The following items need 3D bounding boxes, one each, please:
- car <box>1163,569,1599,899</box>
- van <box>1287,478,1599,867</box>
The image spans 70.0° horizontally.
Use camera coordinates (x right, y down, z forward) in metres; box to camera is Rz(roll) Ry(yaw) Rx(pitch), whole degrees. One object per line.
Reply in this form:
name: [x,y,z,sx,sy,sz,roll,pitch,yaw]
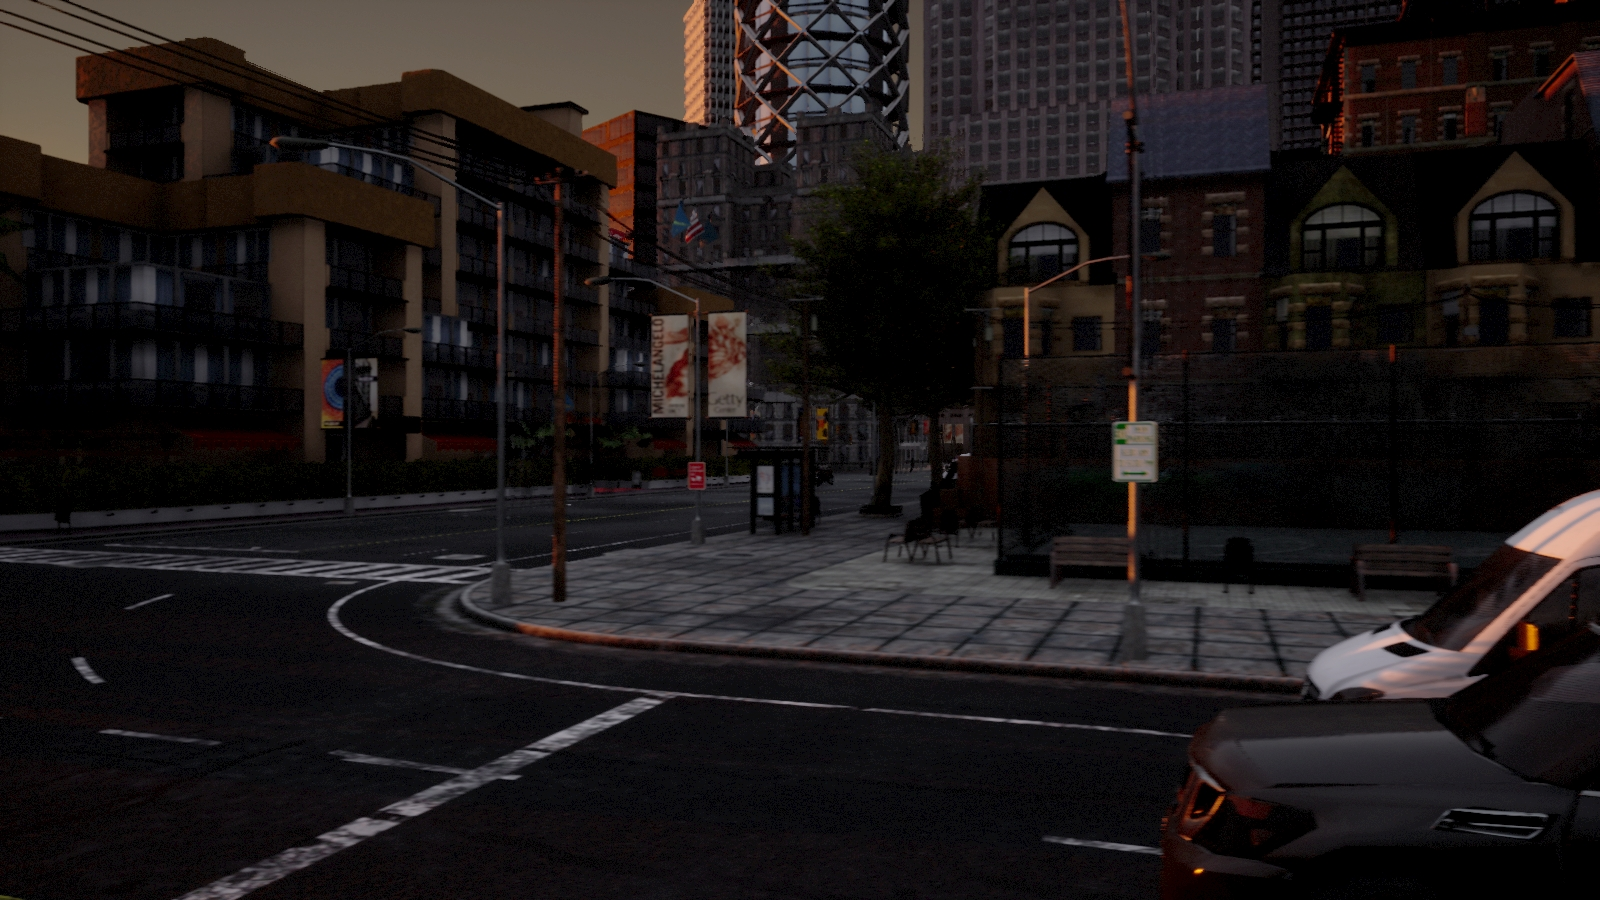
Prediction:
car: [4.658,1.779,5.325,5.566,2.045,2.150,0,0,20]
van: [6.799,1.534,8.271,5.915,2.561,1.988,0,0,20]
